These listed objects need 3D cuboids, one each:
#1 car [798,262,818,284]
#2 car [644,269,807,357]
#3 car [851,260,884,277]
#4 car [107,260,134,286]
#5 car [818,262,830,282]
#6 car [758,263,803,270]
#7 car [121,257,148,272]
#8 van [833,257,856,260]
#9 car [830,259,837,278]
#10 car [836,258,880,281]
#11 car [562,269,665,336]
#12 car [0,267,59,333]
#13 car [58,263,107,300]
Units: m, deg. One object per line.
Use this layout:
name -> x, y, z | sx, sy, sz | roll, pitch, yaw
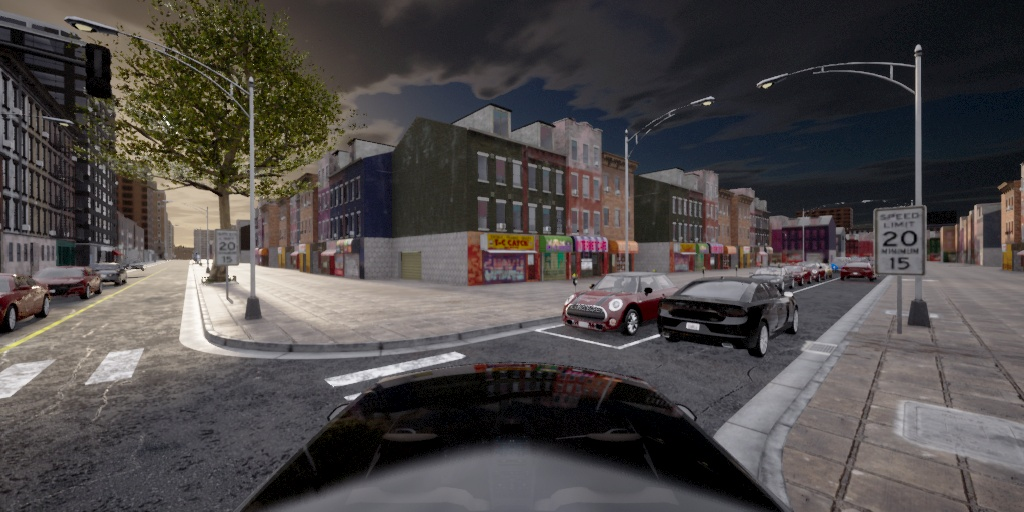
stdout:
car -> 19.426, 1.283, 24.891 | 4.507, 1.381, 1.888 | 0, 0, -42
car -> 5.390, 1.228, 8.698 | 5.008, 1.535, 1.882 | 0, 0, -42
car -> 35.987, 1.218, 36.251 | 4.902, 1.511, 2.128 | 0, 0, -42
car -> -27.947, 1.232, 24.556 | 2.128, 1.511, 4.902 | 0, 1, -42
car -> 23.464, 1.175, 28.527 | 4.097, 1.591, 1.967 | 0, 0, -42
car -> 15.389, 1.292, 21.254 | 4.403, 1.370, 2.007 | 0, 0, -42
car -> -37.897, 0.852, 35.786 | 1.837, 1.490, 4.892 | 0, 0, -42
van -> 39.613, 1.070, 43.075 | 3.998, 1.789, 1.690 | 0, 0, -42
car -> 27.375, 1.258, 32.051 | 4.829, 1.417, 1.751 | 0, 0, -42
car -> 28.474, 1.207, 29.420 | 5.008, 1.535, 1.882 | 0, 0, -41
car -> 3.277, 1.194, 10.344 | 4.097, 1.591, 1.967 | 0, 0, -42
car -> -14.921, 1.235, 10.016 | 1.882, 1.535, 5.008 | 0, 0, -42
car -> -21.258, 1.226, 17.079 | 1.882, 1.535, 5.008 | 0, 0, -42
